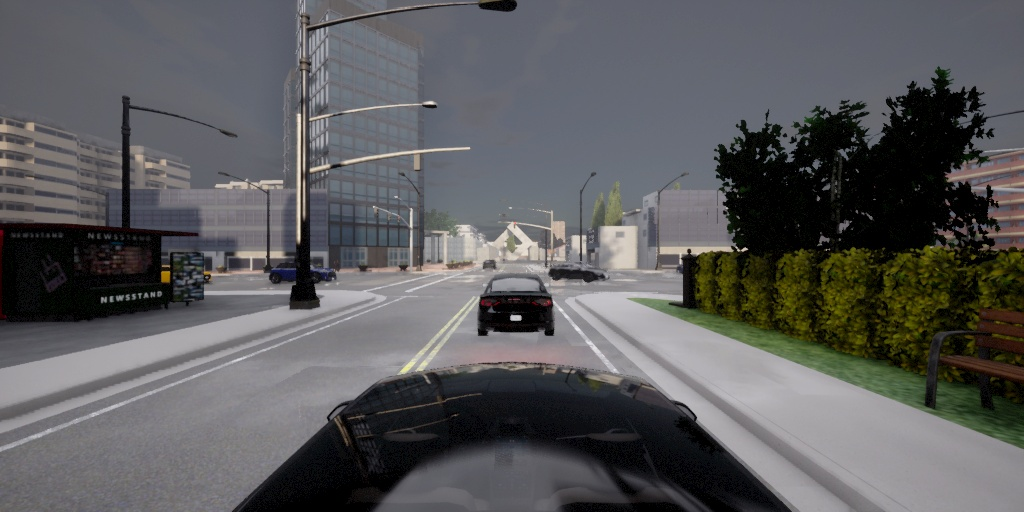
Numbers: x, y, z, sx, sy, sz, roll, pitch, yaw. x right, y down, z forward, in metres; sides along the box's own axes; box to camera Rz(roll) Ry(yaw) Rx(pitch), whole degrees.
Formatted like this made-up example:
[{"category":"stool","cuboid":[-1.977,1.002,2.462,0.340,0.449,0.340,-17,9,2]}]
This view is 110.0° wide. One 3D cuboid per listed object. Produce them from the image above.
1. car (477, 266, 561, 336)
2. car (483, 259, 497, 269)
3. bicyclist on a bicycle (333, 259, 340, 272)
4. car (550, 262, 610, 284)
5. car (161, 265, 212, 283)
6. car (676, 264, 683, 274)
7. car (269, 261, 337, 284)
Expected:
[{"category":"car","cuboid":[0.114,1.228,10.474,1.882,1.535,5.008,0,0,1]},{"category":"car","cuboid":[-3.356,1.227,54.257,1.882,1.535,5.008,0,0,0]},{"category":"bicyclist on a bicycle","cuboid":[-21.803,1.216,44.543,0.582,1.620,1.656,-1,0,0]},{"category":"car","cuboid":[5.050,1.242,27.569,4.902,1.511,2.128,0,0,43]},{"category":"car","cuboid":[-26.386,1.454,28.052,5.008,1.535,1.882,-1,0,0]},{"category":"car","cuboid":[20.294,1.056,38.904,4.553,1.767,2.097,0,0,0]},{"category":"car","cuboid":[-16.274,1.210,28.084,4.553,1.767,2.097,-1,0,0]}]
